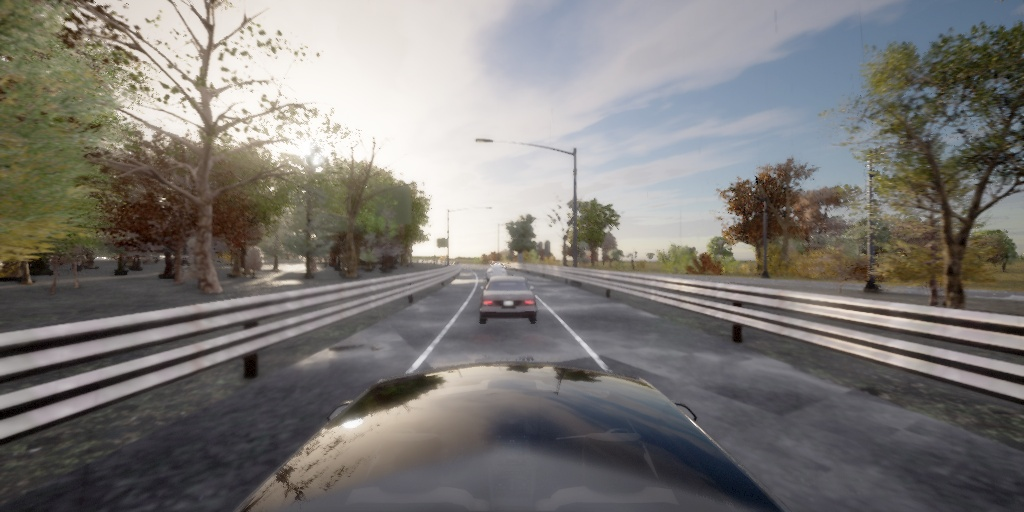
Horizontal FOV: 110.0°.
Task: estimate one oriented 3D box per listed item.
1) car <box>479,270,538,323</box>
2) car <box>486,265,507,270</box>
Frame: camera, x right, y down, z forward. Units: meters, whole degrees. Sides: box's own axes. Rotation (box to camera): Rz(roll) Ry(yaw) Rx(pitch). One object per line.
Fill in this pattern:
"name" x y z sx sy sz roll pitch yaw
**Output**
"car" -0.166 1.405 12.657 2.033 1.411 5.357 0 -1 -2
"car" -1.463 1.577 33.667 1.812 1.442 4.674 0 0 -5
